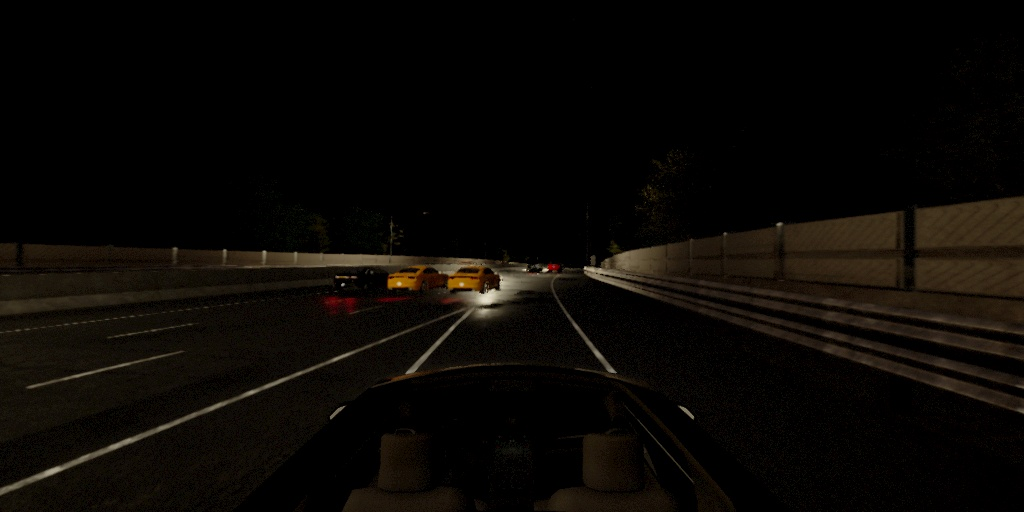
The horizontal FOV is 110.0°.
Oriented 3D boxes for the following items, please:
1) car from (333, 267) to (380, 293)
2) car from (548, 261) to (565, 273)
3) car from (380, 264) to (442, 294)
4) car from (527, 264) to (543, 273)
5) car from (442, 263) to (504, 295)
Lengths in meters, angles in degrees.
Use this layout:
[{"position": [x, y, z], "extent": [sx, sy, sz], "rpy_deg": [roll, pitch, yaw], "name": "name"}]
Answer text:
[{"position": [-8.859, 1.404, 22.268], "extent": [2.128, 1.511, 4.902], "rpy_deg": [0, 0, 13], "name": "car"}, {"position": [7.728, 1.976, 63.810], "extent": [2.150, 2.045, 5.566], "rpy_deg": [0, -1, 13], "name": "car"}, {"position": [-5.461, 1.352, 21.500], "extent": [1.882, 1.535, 5.008], "rpy_deg": [-1, -1, 13], "name": "car"}, {"position": [4.430, 2.356, 65.097], "extent": [1.895, 1.301, 4.718], "rpy_deg": [0, -1, 13], "name": "car"}, {"position": [-2.025, 1.335, 20.725], "extent": [1.882, 1.535, 5.008], "rpy_deg": [0, -1, 13], "name": "car"}]
